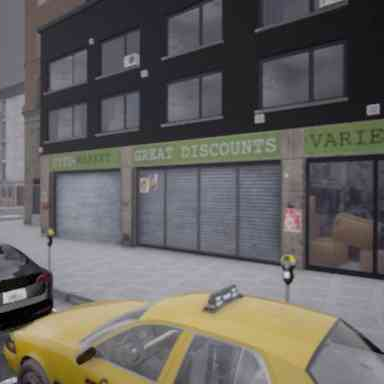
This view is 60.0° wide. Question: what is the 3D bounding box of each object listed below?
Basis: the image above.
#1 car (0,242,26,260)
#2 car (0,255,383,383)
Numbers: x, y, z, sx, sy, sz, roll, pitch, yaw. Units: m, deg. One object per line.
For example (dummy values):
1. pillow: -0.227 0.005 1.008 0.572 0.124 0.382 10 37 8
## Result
1. car: -4.338 1.603 6.204 4.313 1.339 1.947 0 0 36
2. car: 0.063 1.534 3.048 4.829 1.417 1.752 0 0 36
